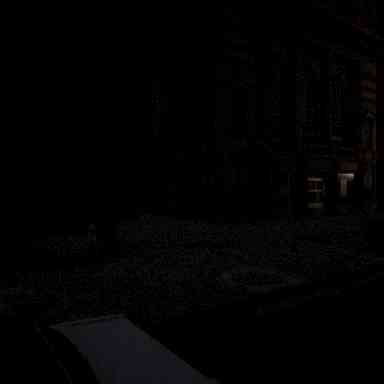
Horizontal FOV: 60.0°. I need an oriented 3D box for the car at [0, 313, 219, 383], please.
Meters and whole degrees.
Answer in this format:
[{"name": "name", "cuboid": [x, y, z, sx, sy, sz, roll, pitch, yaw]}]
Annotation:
[{"name": "car", "cuboid": [-2.180, 1.601, 1.826, 4.718, 1.301, 1.895, 0, 0, -35]}]
